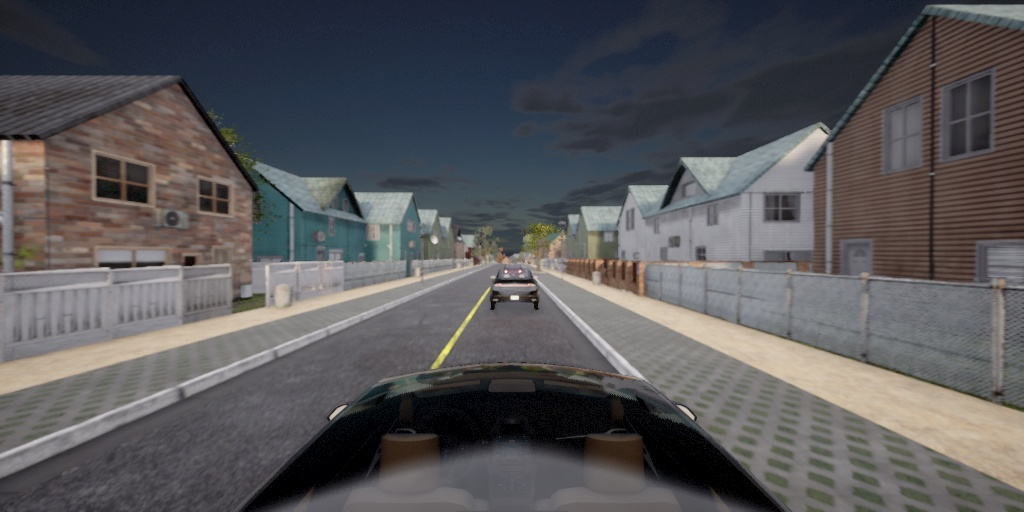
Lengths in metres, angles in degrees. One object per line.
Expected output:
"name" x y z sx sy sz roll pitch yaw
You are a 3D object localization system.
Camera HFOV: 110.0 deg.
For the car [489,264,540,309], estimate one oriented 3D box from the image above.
"car" 0.094 1.226 14.786 2.128 1.511 4.902 0 0 0
